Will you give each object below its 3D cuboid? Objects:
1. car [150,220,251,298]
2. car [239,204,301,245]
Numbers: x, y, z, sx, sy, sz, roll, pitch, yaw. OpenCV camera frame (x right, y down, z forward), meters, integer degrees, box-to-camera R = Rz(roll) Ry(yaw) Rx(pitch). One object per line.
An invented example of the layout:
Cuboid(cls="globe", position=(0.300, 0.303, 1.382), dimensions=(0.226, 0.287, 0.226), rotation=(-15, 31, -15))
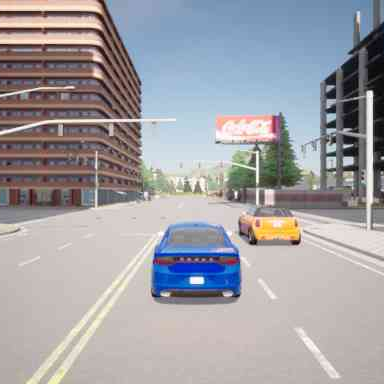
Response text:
Cuboid(cls="car", position=(0.085, 1.477, 8.598), dimensions=(1.882, 1.535, 5.008), rotation=(0, 0, 0))
Cuboid(cls="car", position=(3.472, 1.352, 15.687), dimensions=(2.097, 1.767, 4.553), rotation=(0, 0, 0))
